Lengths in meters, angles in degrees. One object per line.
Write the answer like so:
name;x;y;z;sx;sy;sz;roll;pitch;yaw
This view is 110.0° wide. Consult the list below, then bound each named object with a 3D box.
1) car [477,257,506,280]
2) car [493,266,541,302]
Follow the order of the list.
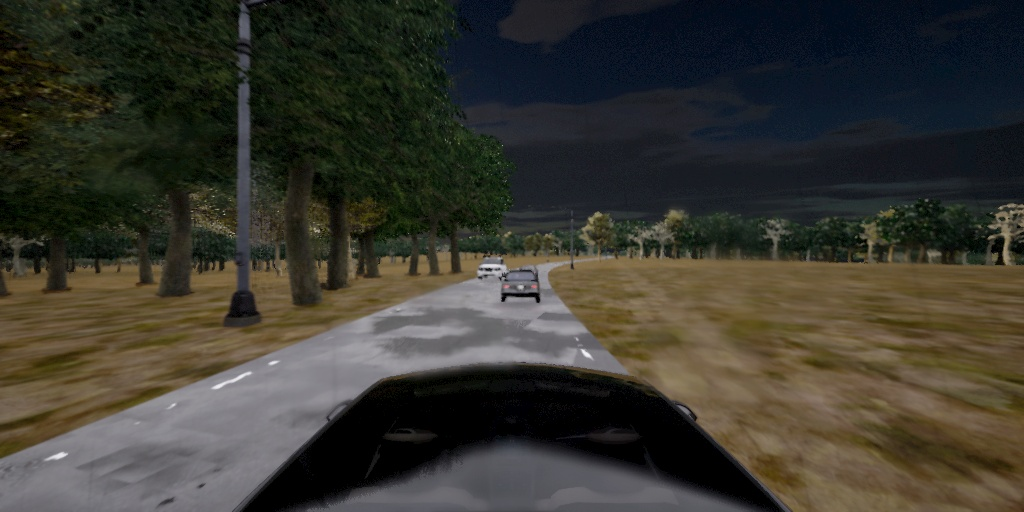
car;-1.774;1.137;33.387;2.150;2.045;5.566;0;0;5
car;0.452;1.377;17.689;2.033;1.411;5.357;0;0;2
